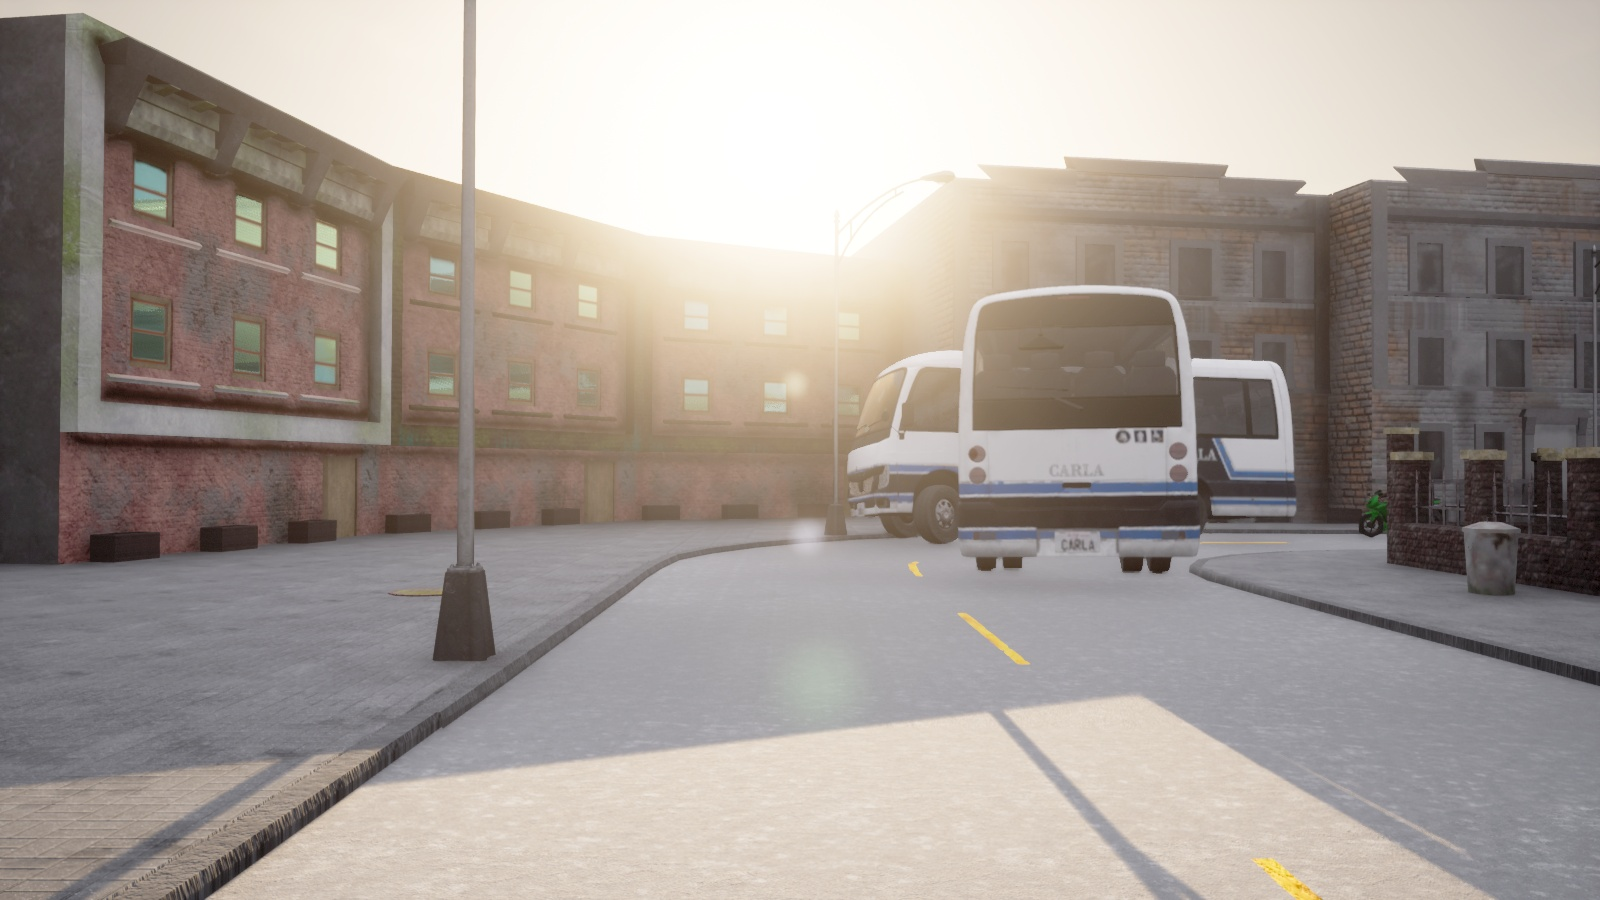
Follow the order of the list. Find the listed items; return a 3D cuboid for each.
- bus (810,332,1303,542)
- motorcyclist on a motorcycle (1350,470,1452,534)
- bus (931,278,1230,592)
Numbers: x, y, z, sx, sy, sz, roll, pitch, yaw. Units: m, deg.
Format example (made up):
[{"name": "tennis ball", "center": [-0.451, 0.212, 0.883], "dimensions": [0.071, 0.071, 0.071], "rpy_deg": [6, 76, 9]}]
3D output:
[{"name": "bus", "center": [5.699, -0.091, 28.920], "dimensions": [10.273, 4.253, 3.944], "rpy_deg": [1, -6, -12]}, {"name": "motorcyclist on a motorcycle", "center": [14.416, 1.245, 30.164], "dimensions": [2.044, 1.523, 0.797], "rpy_deg": [0, -1, 0]}, {"name": "bus", "center": [4.761, -0.218, 22.416], "dimensions": [3.944, 4.253, 10.273], "rpy_deg": [-1, 0, 10]}]
